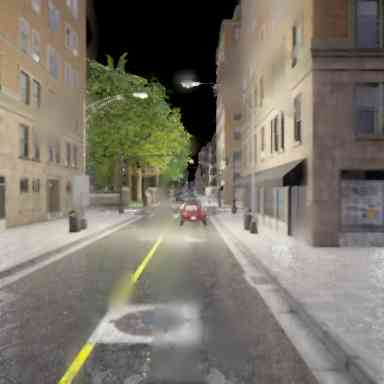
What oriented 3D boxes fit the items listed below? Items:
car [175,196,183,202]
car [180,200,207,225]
[{"bbox_3d":[-3.019,1.554,79.879,2.033,1.411,5.357,0,0,0],"label":"car"},{"bbox_3d":[0.091,1.550,24.329,1.812,1.442,4.674,0,0,0],"label":"car"}]
